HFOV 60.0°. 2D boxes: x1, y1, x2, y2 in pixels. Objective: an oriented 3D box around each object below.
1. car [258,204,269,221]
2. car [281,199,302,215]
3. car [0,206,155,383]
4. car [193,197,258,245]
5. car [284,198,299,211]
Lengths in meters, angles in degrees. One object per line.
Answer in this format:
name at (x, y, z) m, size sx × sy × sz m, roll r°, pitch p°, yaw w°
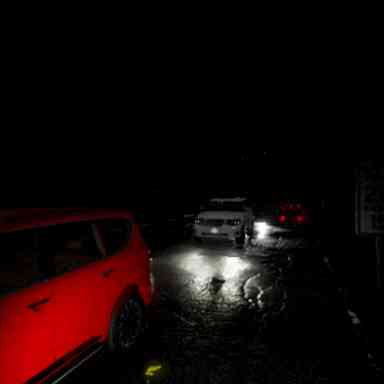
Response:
car at (5.630, 1.731, 29.107) m, size 1.895 × 1.301 × 4.718 m, roll 0°, pitch 0°, yaw 17°
car at (10.941, 1.521, 36.556) m, size 2.097 × 1.767 × 4.553 m, roll 0°, pitch 0°, yaw 18°
car at (-2.363, 1.232, 3.539) m, size 2.150 × 2.045 × 5.566 m, roll 0°, pitch 0°, yaw 20°
car at (1.746, 1.296, 16.505) m, size 2.150 × 2.045 × 5.566 m, roll 0°, pitch -1°, yaw 17°
car at (13.867, 1.690, 46.223) m, size 1.882 × 1.535 × 5.008 m, roll 0°, pitch 0°, yaw 17°
